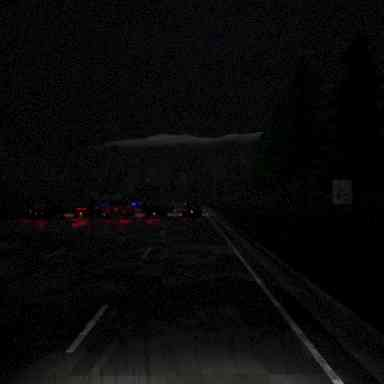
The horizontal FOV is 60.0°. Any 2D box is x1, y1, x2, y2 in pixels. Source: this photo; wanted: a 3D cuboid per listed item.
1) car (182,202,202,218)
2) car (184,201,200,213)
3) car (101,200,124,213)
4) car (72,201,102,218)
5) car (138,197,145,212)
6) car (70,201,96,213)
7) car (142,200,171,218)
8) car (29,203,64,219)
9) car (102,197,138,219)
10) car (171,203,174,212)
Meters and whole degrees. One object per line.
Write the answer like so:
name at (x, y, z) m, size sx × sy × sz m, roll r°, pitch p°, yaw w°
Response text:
car at (0.006, 1.856, 33.632) m, size 1.994 × 1.385 × 4.181 m, roll 0°, pitch 0°, yaw 0°
car at (0.003, 1.946, 44.076) m, size 1.994 × 1.385 × 4.181 m, roll 0°, pitch 0°, yaw 0°
car at (-10.492, 1.862, 44.305) m, size 1.882 × 1.535 × 5.008 m, roll 0°, pitch 0°, yaw 0°
car at (-10.488, 1.799, 33.891) m, size 1.837 × 1.490 × 4.892 m, roll 0°, pitch 0°, yaw 0°
car at (-7.002, 1.595, 42.880) m, size 2.150 × 2.045 × 5.566 m, roll 0°, pitch 0°, yaw 0°
car at (-14.002, 1.897, 42.896) m, size 1.812 × 1.442 × 4.674 m, roll 0°, pitch 0°, yaw 0°
car at (-3.495, 1.794, 33.217) m, size 1.837 × 1.490 × 4.892 m, roll 0°, pitch 0°, yaw 0°
car at (-14.004, 1.805, 32.166) m, size 1.812 × 1.442 × 4.674 m, roll 0°, pitch 0°, yaw 0°
car at (-6.998, 1.637, 32.823) m, size 2.097 × 1.767 × 4.553 m, roll 0°, pitch 0°, yaw 0°
car at (-3.487, 1.947, 44.130) m, size 1.994 × 1.385 × 4.181 m, roll 0°, pitch 0°, yaw 0°
